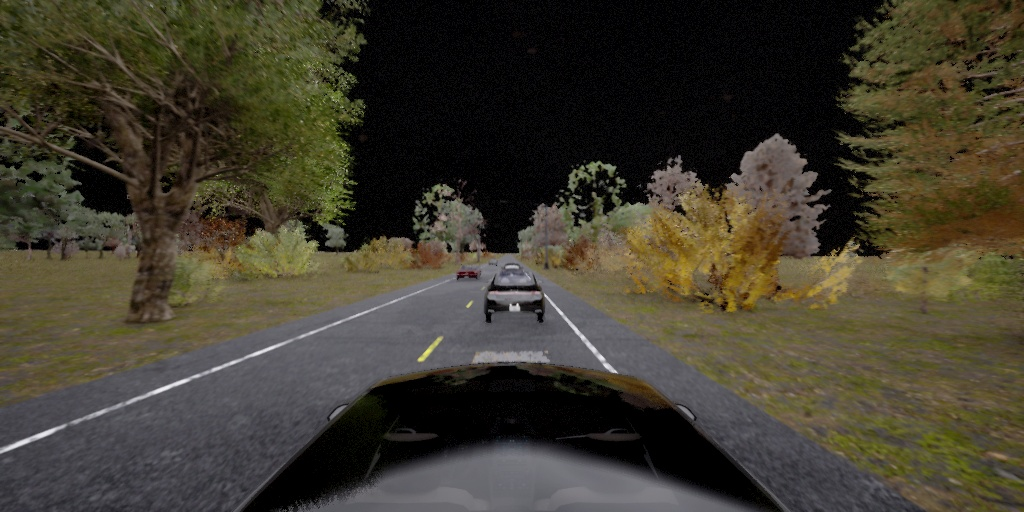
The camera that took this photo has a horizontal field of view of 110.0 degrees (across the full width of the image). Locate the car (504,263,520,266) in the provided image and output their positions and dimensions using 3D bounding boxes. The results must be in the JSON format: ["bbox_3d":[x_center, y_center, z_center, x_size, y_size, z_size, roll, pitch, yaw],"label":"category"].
[{"bbox_3d":[0.012,1.329,30.246,1.812,1.442,4.674,0,0,0],"label":"car"}]

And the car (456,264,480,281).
[{"bbox_3d":[-3.691,1.406,31.232,1.895,1.301,4.718,0,0,0],"label":"car"}]

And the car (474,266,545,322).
[{"bbox_3d":[0.076,1.265,12.467,2.128,1.511,4.902,0,0,0],"label":"car"}]
